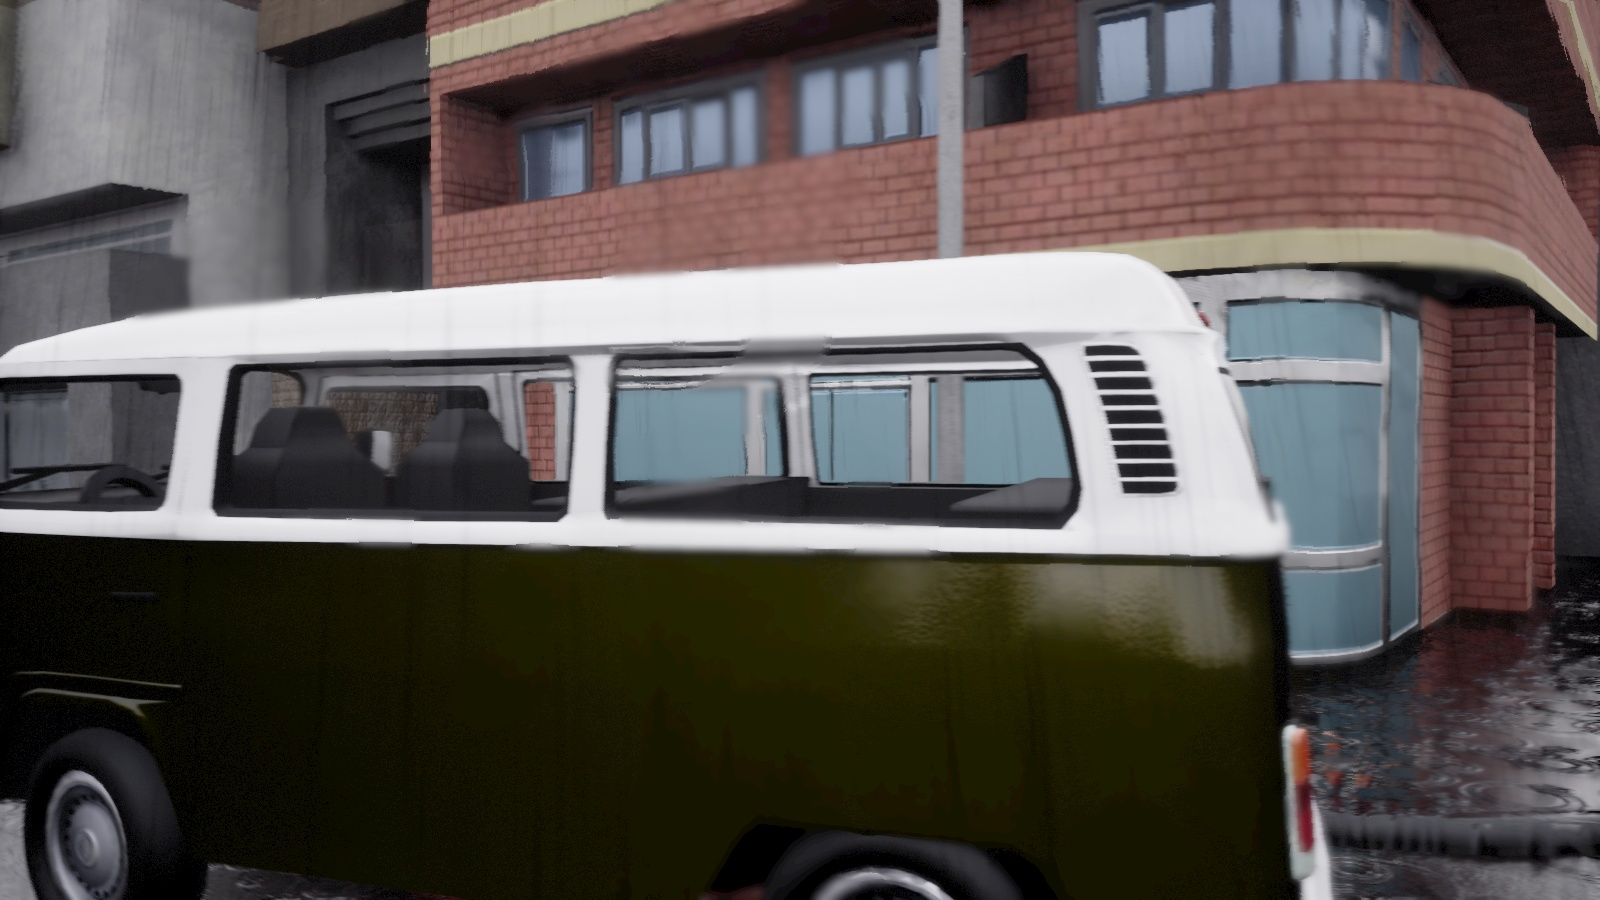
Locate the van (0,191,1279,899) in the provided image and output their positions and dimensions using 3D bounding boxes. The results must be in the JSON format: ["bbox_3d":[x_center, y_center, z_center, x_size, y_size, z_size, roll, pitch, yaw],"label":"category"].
[{"bbox_3d":[-0.840,0.488,4.137,4.480,2.038,2.069,1,1,20],"label":"van"}]
